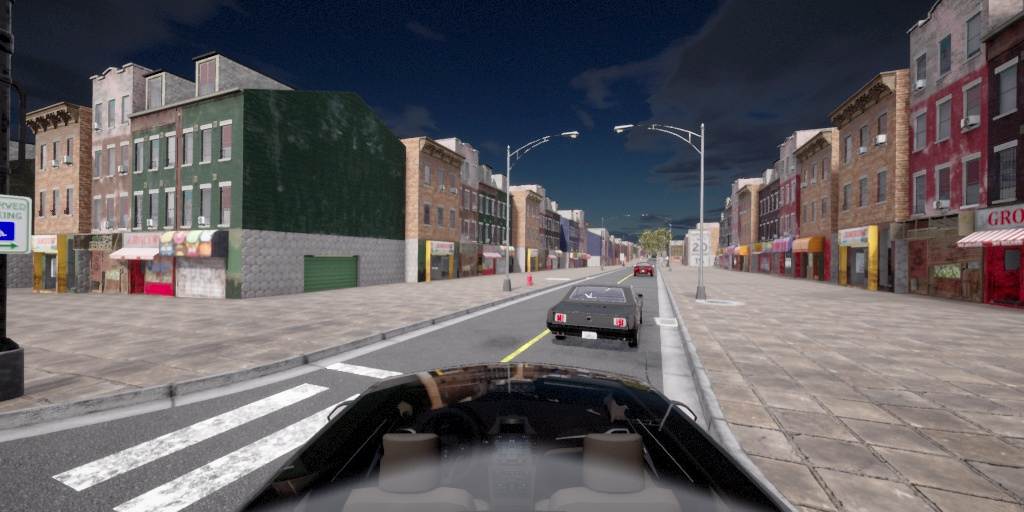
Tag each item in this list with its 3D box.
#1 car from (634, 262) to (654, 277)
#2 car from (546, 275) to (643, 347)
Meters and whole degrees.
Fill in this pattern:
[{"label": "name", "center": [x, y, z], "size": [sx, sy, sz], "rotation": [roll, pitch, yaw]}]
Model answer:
[{"label": "car", "center": [14.300, 1.394, 38.841], "size": [1.882, 1.535, 5.008], "rotation": [1, 0, 22]}, {"label": "car", "center": [2.431, 1.345, 9.442], "size": [1.895, 1.301, 4.718], "rotation": [1, 0, 22]}]
